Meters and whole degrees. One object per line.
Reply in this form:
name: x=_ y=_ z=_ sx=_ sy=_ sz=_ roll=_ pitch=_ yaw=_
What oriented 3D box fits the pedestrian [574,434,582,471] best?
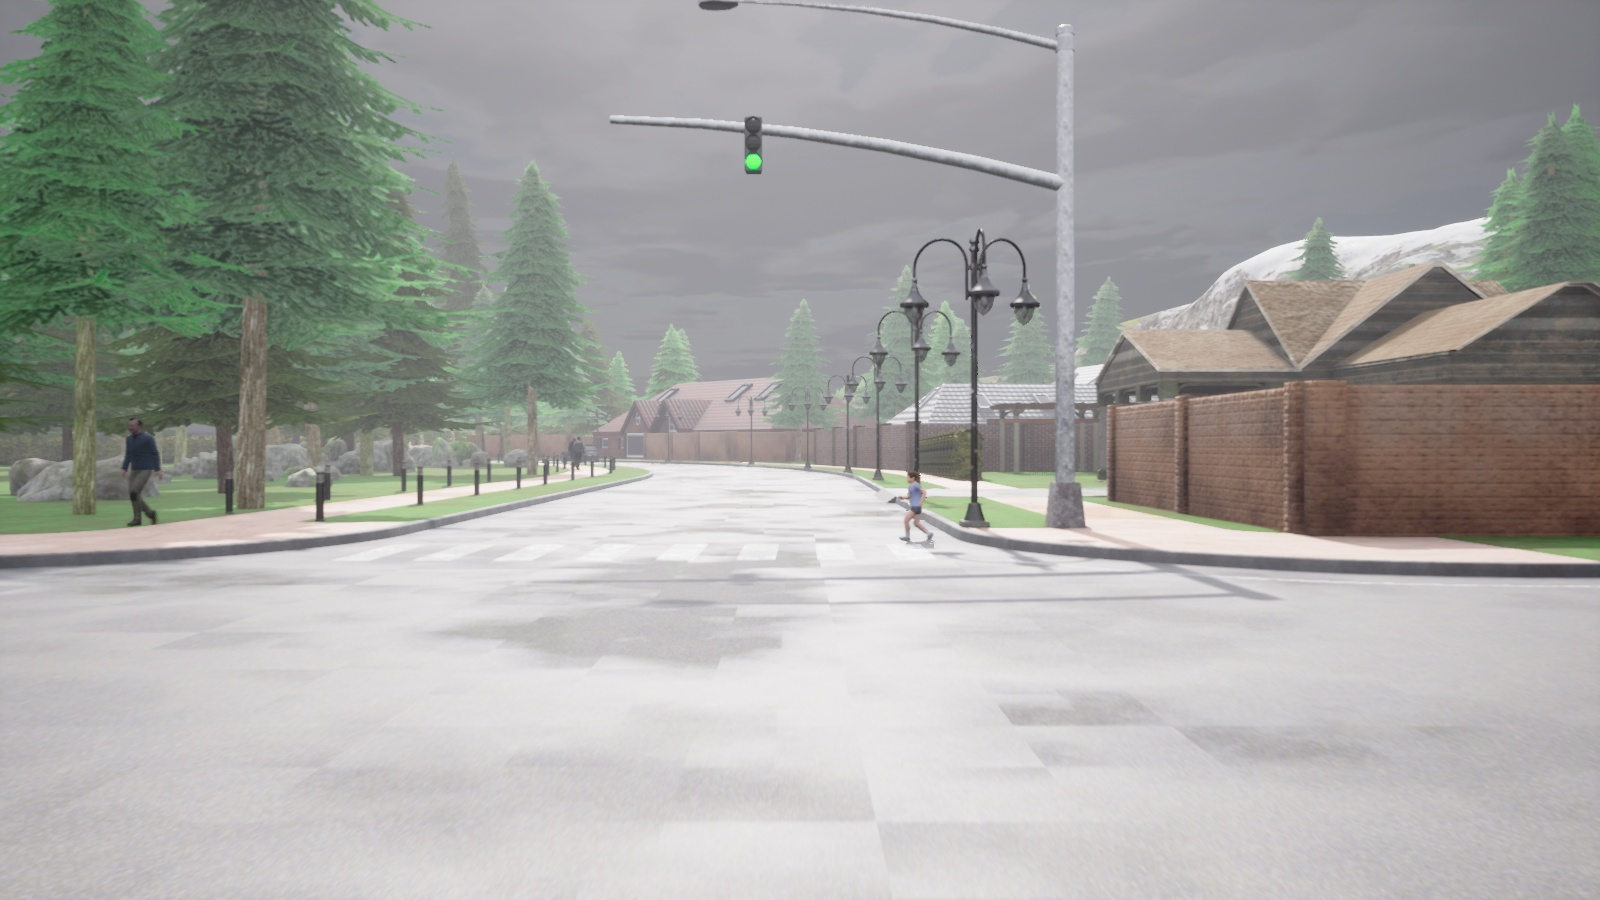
pedestrian: x=-11.715 y=0.111 z=66.230 sx=0.423 sy=1.949 sz=0.788 roll=0 pitch=0 yaw=-11

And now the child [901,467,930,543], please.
child: x=1.714 y=0.813 z=18.662 sx=0.394 sy=1.110 sz=0.255 roll=0 pitch=0 yaw=-1

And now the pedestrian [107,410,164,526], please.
pedestrian: x=-10.708 y=0.280 z=20.252 sx=0.402 sy=1.842 sz=0.726 roll=0 pitch=0 yaw=20
